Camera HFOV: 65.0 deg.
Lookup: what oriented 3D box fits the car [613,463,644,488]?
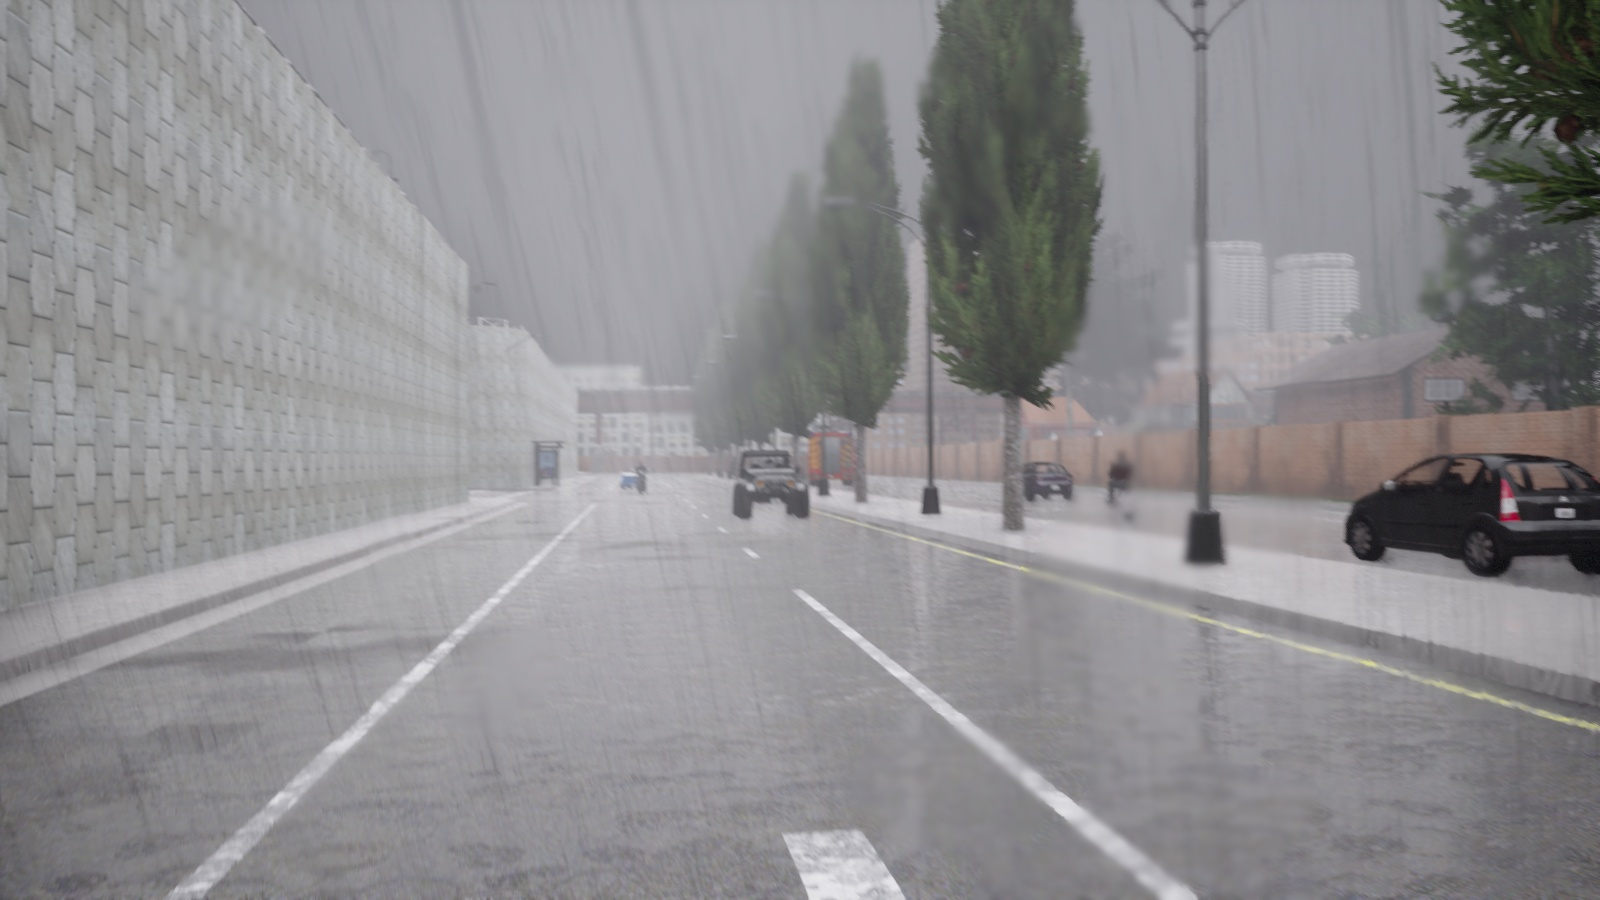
[{"bbox_3d":[-9.777,1.457,71.788,1.481,1.376,2.207,-1,-1,0],"label":"car"}]

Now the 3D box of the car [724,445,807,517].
[{"bbox_3d":[-1.016,0.840,35.131,1.905,1.878,3.866,-1,0,-8],"label":"car"}]

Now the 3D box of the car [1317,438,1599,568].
[{"bbox_3d":[9.350,0.680,17.965,1.851,1.617,3.988,-1,0,-8],"label":"car"}]

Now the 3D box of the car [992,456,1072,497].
[{"bbox_3d":[8.841,0.989,48.195,1.816,1.474,4.193,-1,0,-8],"label":"car"}]

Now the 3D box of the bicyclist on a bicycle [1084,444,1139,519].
[{"bbox_3d":[7.626,0.758,30.860,0.659,1.776,1.843,-1,0,-8],"label":"bicyclist on a bicycle"}]

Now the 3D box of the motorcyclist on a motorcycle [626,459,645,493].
[{"bbox_3d":[-7.831,1.238,59.715,0.866,1.590,1.817,-1,0,-8],"label":"motorcyclist on a motorcycle"}]

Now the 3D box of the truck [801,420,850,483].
[{"bbox_3d":[1.738,0.125,81.852,2.891,3.827,8.468,-1,0,3],"label":"truck"}]
